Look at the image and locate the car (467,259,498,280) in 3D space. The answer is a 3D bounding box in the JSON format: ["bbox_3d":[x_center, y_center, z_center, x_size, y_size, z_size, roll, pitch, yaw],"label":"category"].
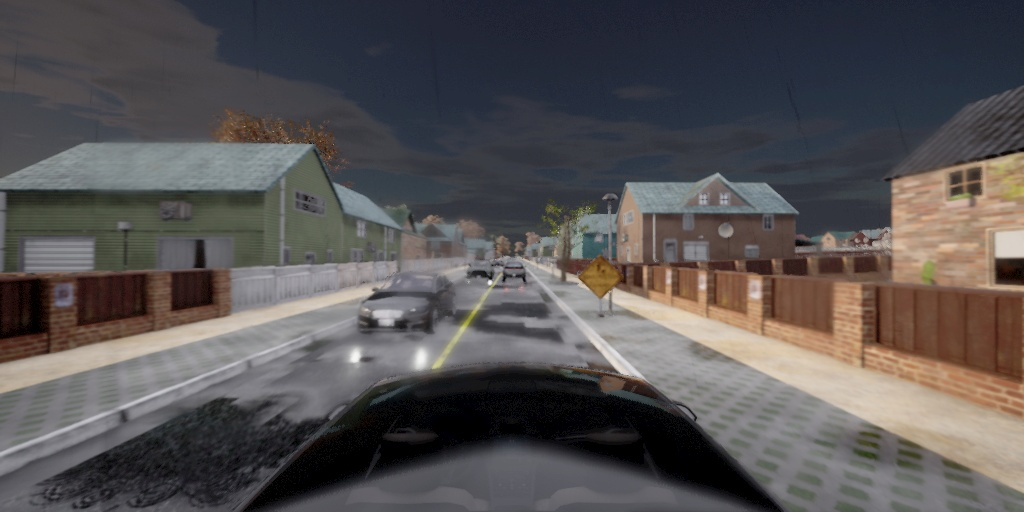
[{"bbox_3d":[-2.626,1.084,31.165,2.097,1.767,4.553,0,0,0],"label":"car"}]

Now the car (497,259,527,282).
[{"bbox_3d":[0.189,1.239,29.315,2.128,1.511,4.902,0,0,1],"label":"car"}]

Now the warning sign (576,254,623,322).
[{"bbox_3d":[2.547,0.876,10.281,1.300,1.860,1.060,0,0,0],"label":"warning sign"}]

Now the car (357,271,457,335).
[{"bbox_3d":[-2.814,1.227,10.554,2.128,1.511,4.902,0,0,0],"label":"car"}]
